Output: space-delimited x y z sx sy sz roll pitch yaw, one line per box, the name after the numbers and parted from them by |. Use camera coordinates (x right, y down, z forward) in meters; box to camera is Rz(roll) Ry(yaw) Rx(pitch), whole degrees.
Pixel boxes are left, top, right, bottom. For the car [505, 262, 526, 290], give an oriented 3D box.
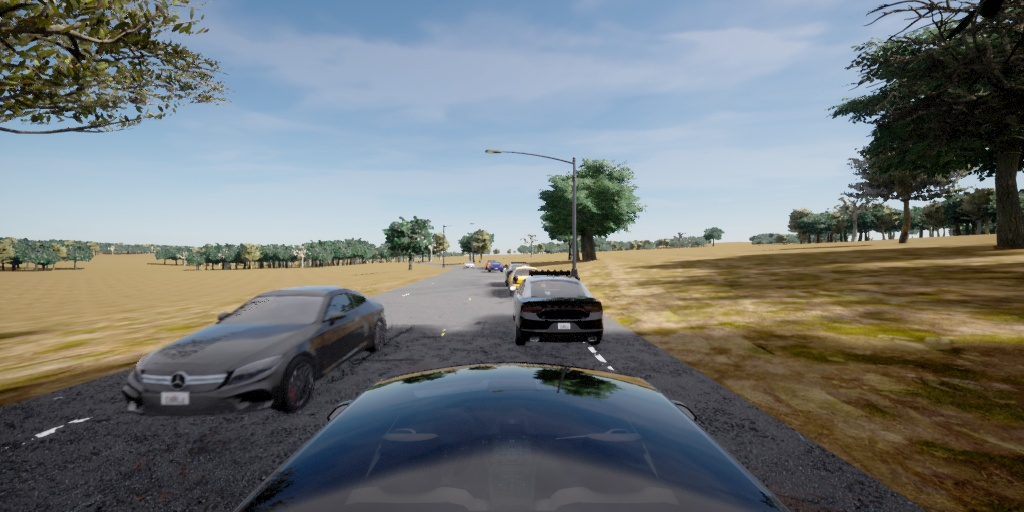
0.723 1.241 19.814 1.801 1.575 5.366 0 0 -2 | car

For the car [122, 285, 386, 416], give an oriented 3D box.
-3.649 1.281 6.191 1.812 1.442 4.674 0 0 -1 | car

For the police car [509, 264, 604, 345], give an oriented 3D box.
0.992 1.189 9.680 1.930 1.638 5.238 0 0 -1 | police car

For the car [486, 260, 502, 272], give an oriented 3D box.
-2.201 1.453 48.353 1.812 1.442 4.674 0 -1 -5 | car

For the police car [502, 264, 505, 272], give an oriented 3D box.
0.467 1.224 25.763 1.930 1.638 5.238 0 0 -3 | police car
